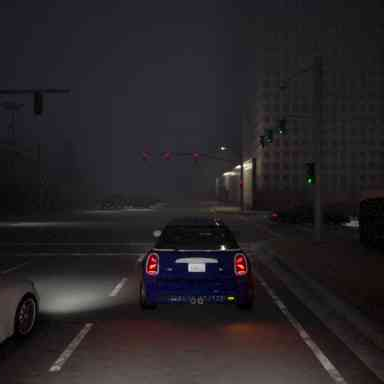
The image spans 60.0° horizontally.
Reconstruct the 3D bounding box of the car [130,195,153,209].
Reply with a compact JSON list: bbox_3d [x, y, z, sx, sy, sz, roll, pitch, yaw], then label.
[{"bbox_3d":[-6.983,1.525,46.264,1.812,1.442,4.674,0,0,0],"label":"car"}]

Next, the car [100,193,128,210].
[{"bbox_3d":[-10.493,1.221,44.032,2.150,2.045,5.566,0,0,0],"label":"car"}]

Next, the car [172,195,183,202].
[{"bbox_3d":[-3.337,1.468,73.462,1.882,1.535,5.008,0,0,0],"label":"car"}]

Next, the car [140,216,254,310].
[{"bbox_3d":[0.101,1.352,7.990,2.097,1.767,4.553,0,0,0],"label":"car"}]

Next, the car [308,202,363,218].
[{"bbox_3d":[13.018,1.619,30.365,4.181,1.385,1.994,0,0,0],"label":"car"}]

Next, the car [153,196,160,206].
[{"bbox_3d":[-6.958,1.504,55.158,1.837,1.490,4.892,0,0,0],"label":"car"}]

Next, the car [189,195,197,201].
[{"bbox_3d":[0.185,1.539,83.772,2.033,1.411,5.357,0,0,0],"label":"car"}]

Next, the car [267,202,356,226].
[{"bbox_3d":[8.046,1.604,23.167,5.357,1.411,2.033,0,0,0],"label":"car"}]

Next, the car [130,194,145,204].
[{"bbox_3d":[-10.409,1.351,63.584,2.097,1.767,4.553,0,0,1],"label":"car"}]

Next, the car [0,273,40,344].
[{"bbox_3d":[-3.431,1.526,3.560,1.812,1.442,4.674,0,0,1],"label":"car"}]

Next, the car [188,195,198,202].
[{"bbox_3d":[0.170,1.354,73.790,2.097,1.767,4.553,0,0,0],"label":"car"}]

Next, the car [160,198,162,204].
[{"bbox_3d":[-6.898,1.563,65.204,1.994,1.385,4.181,0,0,0],"label":"car"}]

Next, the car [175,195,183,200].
[{"bbox_3d":[-3.315,1.422,83.714,1.895,1.301,4.718,0,0,0],"label":"car"}]

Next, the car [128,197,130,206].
[{"bbox_3d":[-10.466,1.477,53.804,1.882,1.535,5.008,0,0,0],"label":"car"}]

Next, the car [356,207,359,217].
[{"bbox_3d":[15.861,1.560,26.864,4.892,1.490,1.837,0,0,0],"label":"car"}]
